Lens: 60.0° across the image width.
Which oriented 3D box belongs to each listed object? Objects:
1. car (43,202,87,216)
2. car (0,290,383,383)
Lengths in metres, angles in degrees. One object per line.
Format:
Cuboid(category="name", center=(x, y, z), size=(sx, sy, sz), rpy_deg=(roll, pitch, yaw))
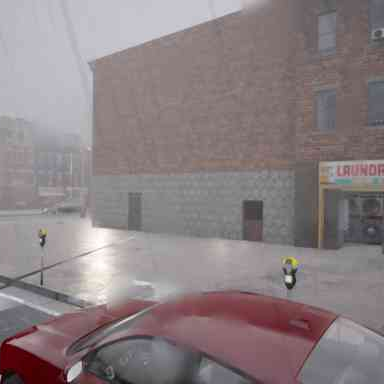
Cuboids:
Cuboid(category="car", center=(-14.192, 1.839, 37.359), size=(2.128, 1.511, 4.902), rpy_deg=(1, 0, 36))
Cuboid(category="car", center=(0.137, 1.544, 2.700), size=(4.507, 1.381, 1.887), rpy_deg=(0, 1, 36))
